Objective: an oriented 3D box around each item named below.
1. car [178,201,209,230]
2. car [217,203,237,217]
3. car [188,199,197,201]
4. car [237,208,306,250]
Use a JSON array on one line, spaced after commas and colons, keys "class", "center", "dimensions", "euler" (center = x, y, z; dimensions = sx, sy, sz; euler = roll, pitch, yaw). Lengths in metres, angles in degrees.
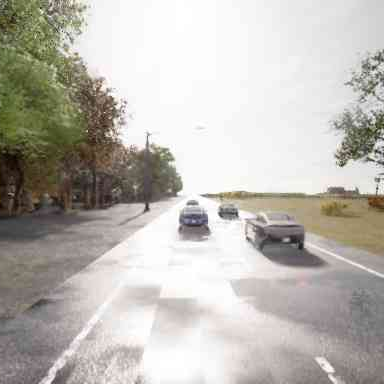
[{"class": "car", "center": [0.100, 1.629, 22.422], "dimensions": [1.882, 1.535, 5.008], "euler": [0, 0, 0]}, {"class": "car", "center": [3.584, 1.774, 33.775], "dimensions": [2.033, 1.411, 5.357], "euler": [0, 0, 0]}, {"class": "car", "center": [0.100, 1.820, 48.319], "dimensions": [1.837, 1.490, 4.892], "euler": [0, 0, 0]}, {"class": "car", "center": [3.528, 1.593, 14.825], "dimensions": [2.128, 1.511, 4.902], "euler": [0, 0, 0]}]
